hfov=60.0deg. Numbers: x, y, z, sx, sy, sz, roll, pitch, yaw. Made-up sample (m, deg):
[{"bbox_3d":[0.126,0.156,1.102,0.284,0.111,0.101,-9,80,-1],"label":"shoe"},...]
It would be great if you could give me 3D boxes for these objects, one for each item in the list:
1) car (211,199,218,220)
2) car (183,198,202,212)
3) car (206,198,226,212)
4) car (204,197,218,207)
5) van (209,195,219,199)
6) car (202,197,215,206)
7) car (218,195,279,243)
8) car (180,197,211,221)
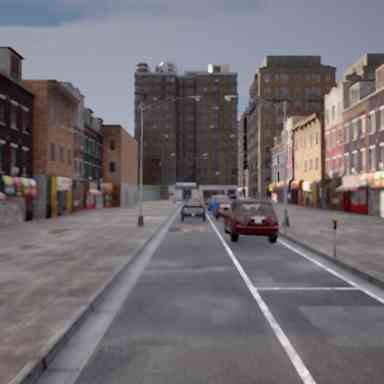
[{"bbox_3d":[2.660,1.481,26.628,1.802,1.307,4.206,1,0,0],"label":"car"},{"bbox_3d":[0.084,1.427,38.740,2.033,1.411,5.357,0,0,0],"label":"car"},{"bbox_3d":[2.663,1.426,37.503,1.887,1.381,4.507,1,0,0],"label":"car"},{"bbox_3d":[2.665,1.457,48.380,1.802,1.307,4.206,1,0,0],"label":"car"},{"bbox_3d":[2.666,1.230,32.065,1.690,1.788,3.998,1,0,0],"label":"van"},{"bbox_3d":[2.666,1.456,53.819,1.802,1.307,4.206,1,0,0],"label":"car"},{"bbox_3d":[2.663,1.246,15.751,2.192,1.841,5.009,1,0,0],"label":"car"},{"bbox_3d":[0.096,1.393,25.878,2.128,1.511,4.902,0,0,0],"label":"car"}]
